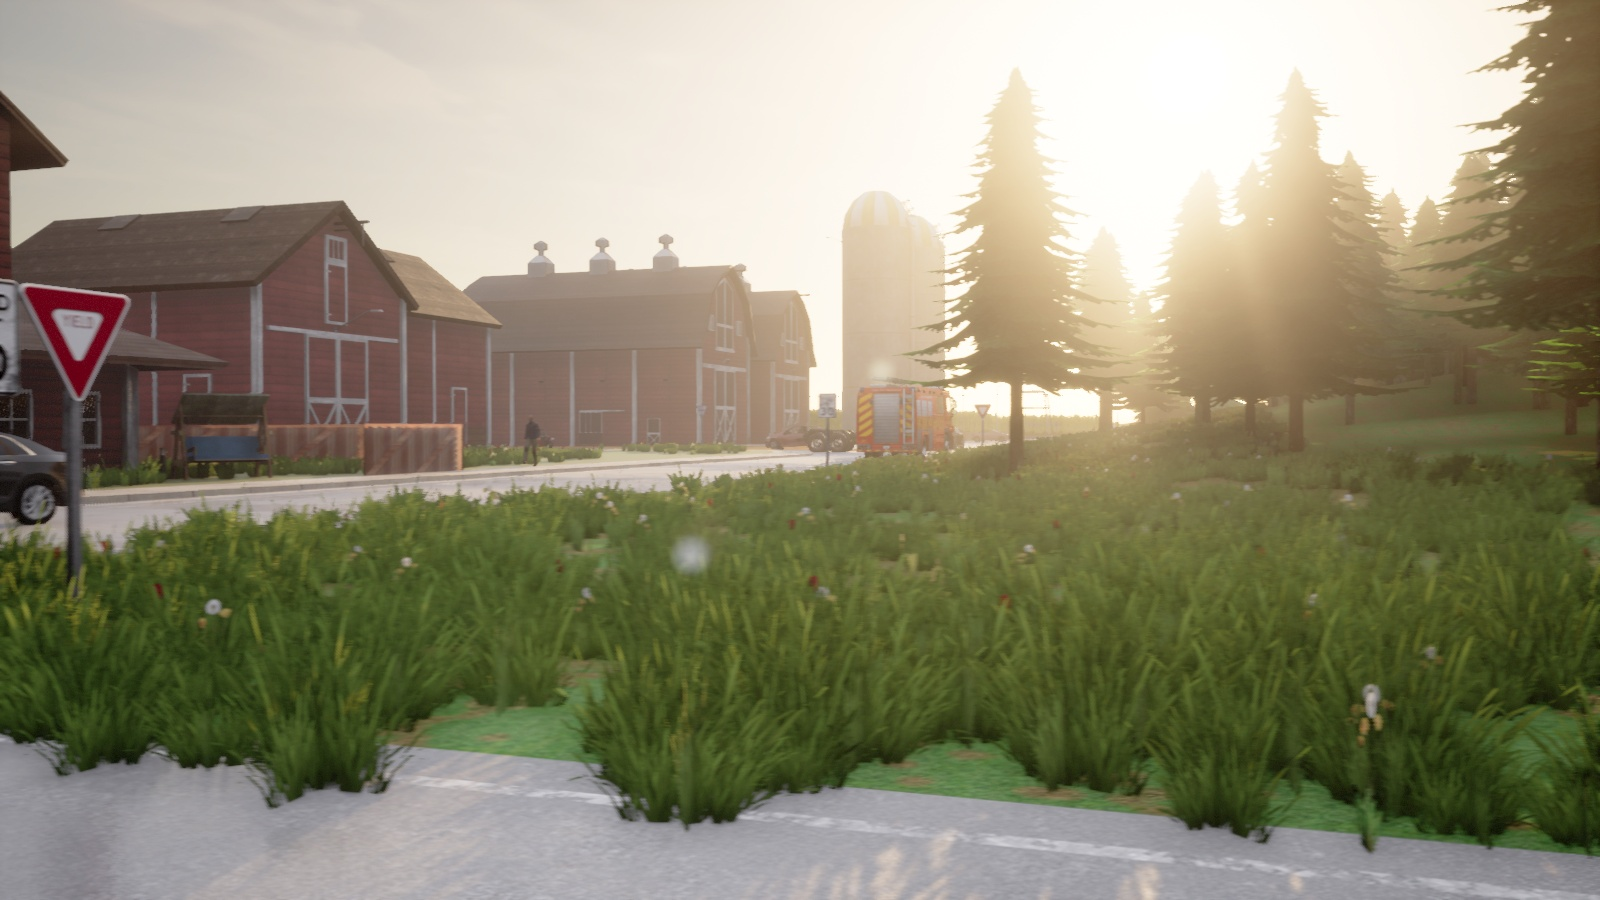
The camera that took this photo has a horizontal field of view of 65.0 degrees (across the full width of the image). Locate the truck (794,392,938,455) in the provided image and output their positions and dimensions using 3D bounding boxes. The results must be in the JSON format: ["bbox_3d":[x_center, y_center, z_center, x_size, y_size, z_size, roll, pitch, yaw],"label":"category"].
[{"bbox_3d":[3.844,-1.536,72.329,7.936,3.462,2.891,1,1,10],"label":"truck"}]

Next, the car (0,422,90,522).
[{"bbox_3d":[-12.964,0.328,17.977,1.837,1.490,4.892,1,1,19],"label":"car"}]

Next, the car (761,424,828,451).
[{"bbox_3d":[-0.335,-0.809,79.391,3.988,1.617,1.851,1,1,10],"label":"car"}]

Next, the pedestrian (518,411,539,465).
[{"bbox_3d":[-9.340,-0.419,43.185,0.402,1.842,0.726,1,1,15],"label":"pedestrian"}]

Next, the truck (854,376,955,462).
[{"bbox_3d":[5.200,-1.453,60.729,2.891,3.827,8.468,1,1,19],"label":"truck"}]

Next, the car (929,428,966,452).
[{"bbox_3d":[10.130,-0.705,86.272,1.789,1.549,3.705,1,1,19],"label":"car"}]
